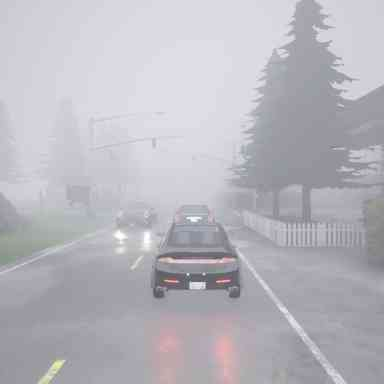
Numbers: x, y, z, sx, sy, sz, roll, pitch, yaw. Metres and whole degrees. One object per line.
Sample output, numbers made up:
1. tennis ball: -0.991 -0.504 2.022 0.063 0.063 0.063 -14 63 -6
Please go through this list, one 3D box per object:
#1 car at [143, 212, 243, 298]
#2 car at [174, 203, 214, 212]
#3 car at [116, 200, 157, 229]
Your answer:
1. car: 0.097 1.492 8.477 2.128 1.511 4.902 0 0 0
2. car: 0.094 1.352 17.631 2.097 1.767 4.553 0 0 0
3. car: -3.511 1.349 21.779 2.097 1.767 4.553 0 0 0
